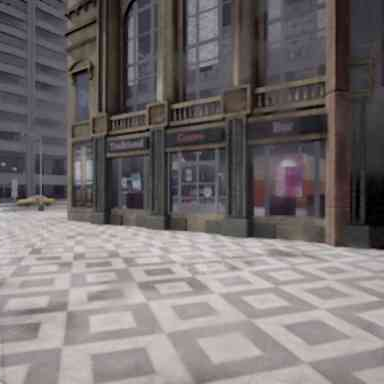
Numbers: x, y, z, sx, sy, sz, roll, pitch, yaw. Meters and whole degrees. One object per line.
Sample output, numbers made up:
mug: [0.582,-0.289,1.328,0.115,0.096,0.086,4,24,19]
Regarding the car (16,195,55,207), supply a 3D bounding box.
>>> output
car: [-20.140,1.121,42.760,1.752,1.417,4.829,1,2,36]
